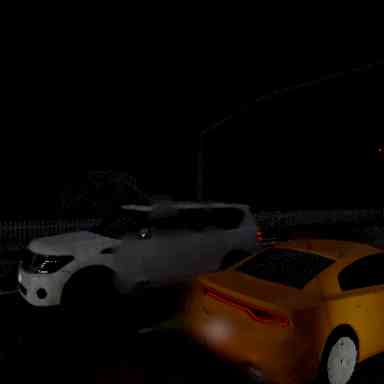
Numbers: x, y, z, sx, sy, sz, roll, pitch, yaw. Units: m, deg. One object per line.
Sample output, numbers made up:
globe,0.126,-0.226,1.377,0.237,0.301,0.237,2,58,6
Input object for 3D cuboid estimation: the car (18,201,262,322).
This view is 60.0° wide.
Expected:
car,-0.827,1.245,7.610,5.566,2.045,2.150,1,0,-34

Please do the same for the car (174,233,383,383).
car,2.386,1.519,5.325,5.008,1.535,1.882,1,0,-33
